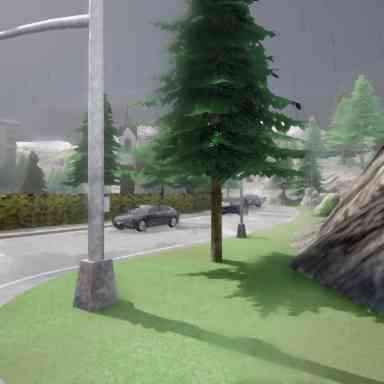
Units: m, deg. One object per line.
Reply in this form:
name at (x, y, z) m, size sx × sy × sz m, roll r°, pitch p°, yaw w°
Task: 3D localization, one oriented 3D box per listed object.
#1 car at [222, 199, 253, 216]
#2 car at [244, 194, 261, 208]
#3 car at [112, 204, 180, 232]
car at (4.236, 1.600, 32.385) m, size 1.895 × 1.301 × 4.718 m, roll 0°, pitch 0°, yaw 22°
car at (8.780, 1.317, 48.941) m, size 2.150 × 2.045 × 5.566 m, roll 0°, pitch 0°, yaw 4°
car at (-2.684, 1.505, 20.357) m, size 1.837 × 1.490 × 4.892 m, roll 0°, pitch 0°, yaw 35°
